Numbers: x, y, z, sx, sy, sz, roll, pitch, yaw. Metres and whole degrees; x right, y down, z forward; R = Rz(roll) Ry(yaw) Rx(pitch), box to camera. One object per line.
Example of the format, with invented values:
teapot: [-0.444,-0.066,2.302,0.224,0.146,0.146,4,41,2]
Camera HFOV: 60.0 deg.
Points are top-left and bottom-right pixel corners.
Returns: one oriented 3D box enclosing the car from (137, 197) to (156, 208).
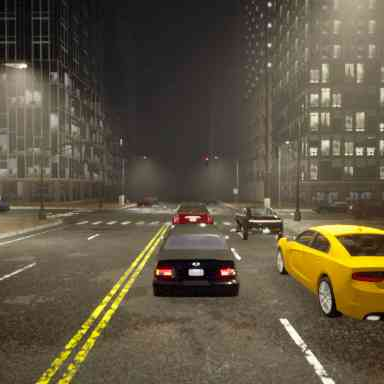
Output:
car: [-6.782,1.565,48.364,1.895,1.301,4.718,0,0,0]

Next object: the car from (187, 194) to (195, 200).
car: [-0.339,1.291,89.781,1.994,1.385,4.181,0,0,0]

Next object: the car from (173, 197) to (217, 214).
car: [0.034,1.342,18.019,2.097,1.767,4.553,0,0,0]

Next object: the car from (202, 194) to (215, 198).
car: [3.126,1.461,56.257,1.837,1.490,4.892,0,1,0]

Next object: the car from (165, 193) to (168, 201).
car: [-6.796,1.150,78.290,2.150,2.045,5.566,0,0,0]

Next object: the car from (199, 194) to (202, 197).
car: [2.910,1.261,90.146,2.097,1.767,4.553,0,0,0]

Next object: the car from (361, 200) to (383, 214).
car: [21.671,1.642,36.943,4.829,1.417,1.752,1,0,1]

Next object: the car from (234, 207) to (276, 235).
car: [3.278,1.482,16.848,2.128,1.511,4.902,0,0,1]

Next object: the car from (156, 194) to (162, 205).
car: [-6.792,1.554,57.536,1.895,1.301,4.718,0,0,0]

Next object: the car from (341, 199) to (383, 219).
car: [16.094,1.518,28.636,5.009,1.841,2.192,1,0,1]

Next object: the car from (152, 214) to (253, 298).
car: [0.067,1.543,8.704,2.033,1.411,5.357,0,0,0]

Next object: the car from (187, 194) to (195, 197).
car: [-0.301,1.466,79.746,1.994,1.385,4.181,0,0,0]

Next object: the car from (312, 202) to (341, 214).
car: [14.985,1.700,34.437,4.718,1.301,1.895,1,1,1]

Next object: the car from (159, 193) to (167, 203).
car: [-6.774,1.504,67.541,1.994,1.385,4.181,0,0,0]

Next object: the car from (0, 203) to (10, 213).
car: [-20.033,1.315,31.682,5.008,1.535,1.882,1,1,1]

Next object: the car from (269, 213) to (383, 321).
car: [3.323,1.474,7.432,1.882,1.535,5.008,0,0,0]
